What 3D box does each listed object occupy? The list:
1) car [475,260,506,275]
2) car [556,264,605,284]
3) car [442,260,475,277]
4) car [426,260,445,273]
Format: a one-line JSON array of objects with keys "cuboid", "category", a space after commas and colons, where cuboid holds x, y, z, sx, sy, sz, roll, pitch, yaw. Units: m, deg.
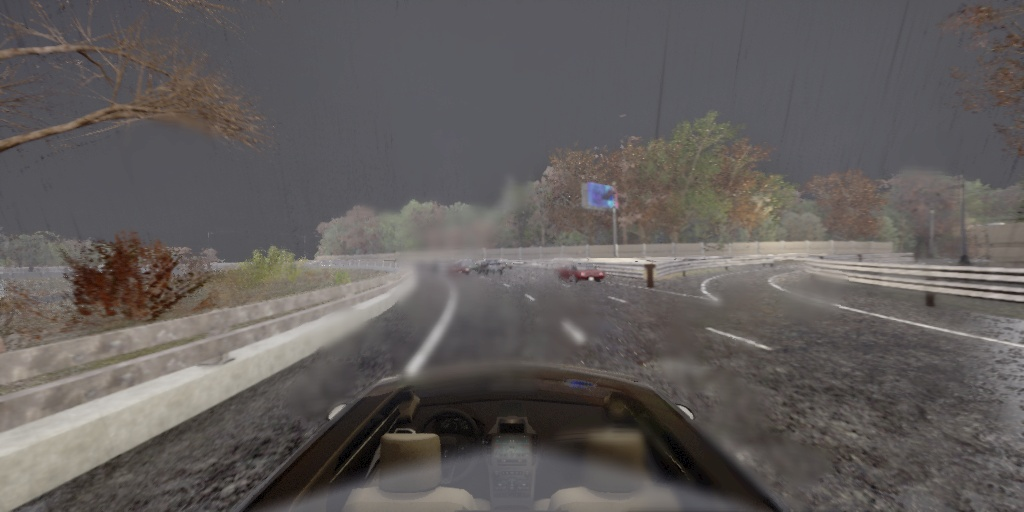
[{"cuboid": [-2.299, 1.167, 37.558, 2.128, 1.511, 4.902, -1, 0, -19], "category": "car"}, {"cuboid": [4.633, 1.183, 25.090, 1.895, 1.301, 4.718, -1, 0, -12], "category": "car"}, {"cuboid": [-5.397, 1.342, 35.799, 1.895, 1.301, 4.718, -1, 0, -19], "category": "car"}, {"cuboid": [-8.867, 1.271, 44.750, 2.128, 1.511, 4.902, -1, 0, -25], "category": "car"}]
